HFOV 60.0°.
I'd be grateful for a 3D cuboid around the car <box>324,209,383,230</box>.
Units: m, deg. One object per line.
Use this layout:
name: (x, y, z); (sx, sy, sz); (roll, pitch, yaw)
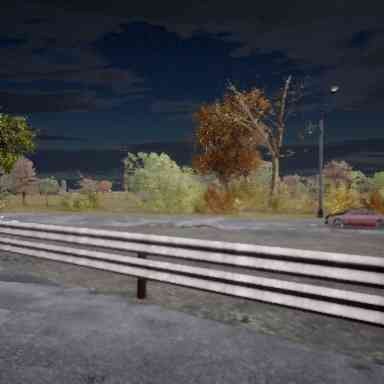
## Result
car: (11.756, 1.915, 23.953); (4.181, 1.385, 1.994); (0, 0, 13)
